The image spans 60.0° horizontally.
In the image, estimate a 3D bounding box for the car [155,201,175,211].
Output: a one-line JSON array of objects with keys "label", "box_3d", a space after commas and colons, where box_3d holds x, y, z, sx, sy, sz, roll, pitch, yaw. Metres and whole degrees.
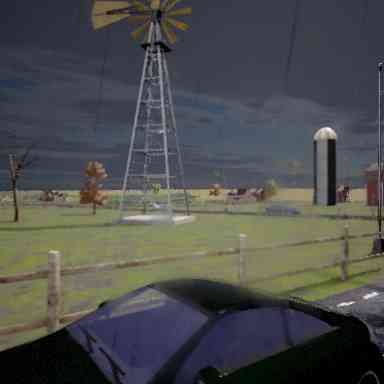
[{"label": "car", "box_3d": [-5.698, 2.912, 69.021, 2.150, 2.045, 5.566, 0, -1, -40]}]

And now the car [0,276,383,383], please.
[{"label": "car", "box_3d": [-0.063, 1.584, 3.025, 4.181, 1.385, 1.994, 1, -1, -35]}]

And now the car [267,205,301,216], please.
[{"label": "car", "box_3d": [13.185, 2.579, 47.664, 1.882, 1.535, 5.008, 0, 0, -43]}]
